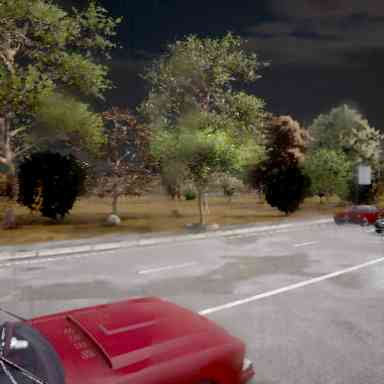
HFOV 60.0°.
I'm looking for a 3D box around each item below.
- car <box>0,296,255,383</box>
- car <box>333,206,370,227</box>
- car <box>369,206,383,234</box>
[{"bbox_3d":[-1.733,1.610,2.602,4.718,1.301,1.895,0,0,-36],"label":"car"},{"bbox_3d":[11.624,1.627,23.076,4.718,1.301,1.895,0,0,-43],"label":"car"},{"bbox_3d":[11.870,1.545,18.552,4.674,1.442,1.812,0,0,-43],"label":"car"}]
